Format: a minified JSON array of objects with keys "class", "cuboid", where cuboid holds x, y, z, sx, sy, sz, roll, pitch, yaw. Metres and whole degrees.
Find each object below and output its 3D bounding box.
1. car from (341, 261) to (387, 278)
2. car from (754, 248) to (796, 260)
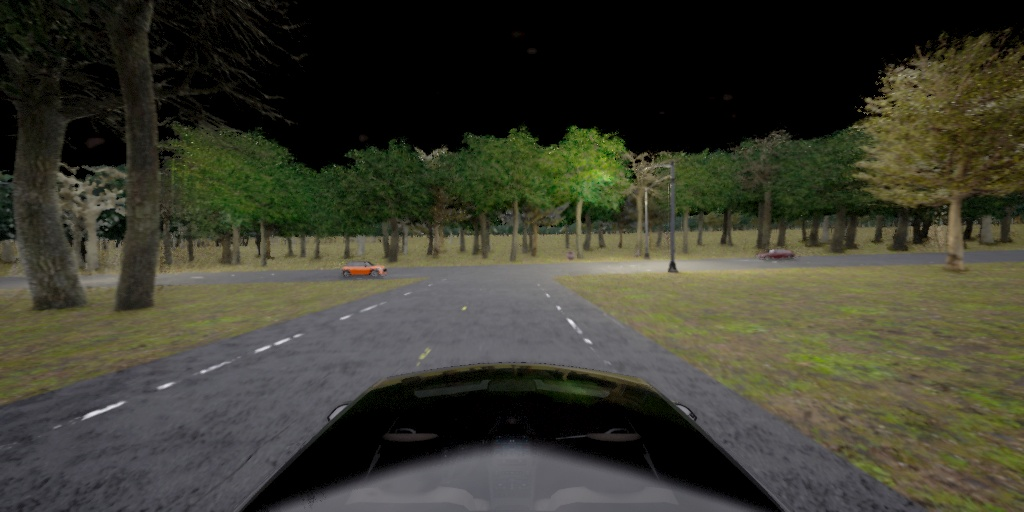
[{"class":"car","cuboid":[-16.146,1.352,39.357,4.553,1.767,2.097,-1,3,0]},{"class":"car","cuboid":[34.110,-0.235,46.539,4.674,1.442,1.812,-3,3,0]}]
